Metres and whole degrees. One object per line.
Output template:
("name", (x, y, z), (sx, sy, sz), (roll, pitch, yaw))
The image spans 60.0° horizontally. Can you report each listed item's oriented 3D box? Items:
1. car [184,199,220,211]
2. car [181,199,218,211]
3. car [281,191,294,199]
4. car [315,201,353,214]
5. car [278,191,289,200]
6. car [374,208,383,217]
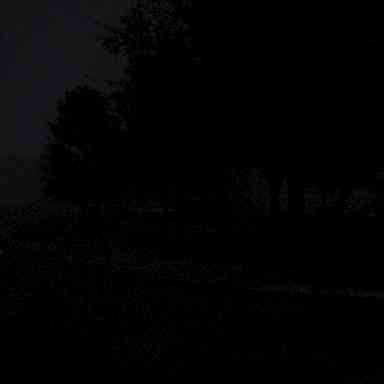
("car", (1.782, 1.903, 43.516), (4.718, 1.301, 1.895), (1, 0, -13))
("car", (1.003, 1.822, 46.652), (4.892, 1.490, 1.837), (1, -1, -13))
("car", (23.292, 0.673, 81.068), (1.946, 1.575, 5.366), (1, 3, 29))
("car", (18.465, 1.899, 43.388), (4.553, 1.767, 2.097), (0, -1, 34))
("car", (20.635, 0.930, 76.233), (1.946, 1.575, 5.366), (1, 3, 29))
("car", (22.051, 2.070, 35.872), (1.812, 1.442, 4.674), (1, 0, -24))
